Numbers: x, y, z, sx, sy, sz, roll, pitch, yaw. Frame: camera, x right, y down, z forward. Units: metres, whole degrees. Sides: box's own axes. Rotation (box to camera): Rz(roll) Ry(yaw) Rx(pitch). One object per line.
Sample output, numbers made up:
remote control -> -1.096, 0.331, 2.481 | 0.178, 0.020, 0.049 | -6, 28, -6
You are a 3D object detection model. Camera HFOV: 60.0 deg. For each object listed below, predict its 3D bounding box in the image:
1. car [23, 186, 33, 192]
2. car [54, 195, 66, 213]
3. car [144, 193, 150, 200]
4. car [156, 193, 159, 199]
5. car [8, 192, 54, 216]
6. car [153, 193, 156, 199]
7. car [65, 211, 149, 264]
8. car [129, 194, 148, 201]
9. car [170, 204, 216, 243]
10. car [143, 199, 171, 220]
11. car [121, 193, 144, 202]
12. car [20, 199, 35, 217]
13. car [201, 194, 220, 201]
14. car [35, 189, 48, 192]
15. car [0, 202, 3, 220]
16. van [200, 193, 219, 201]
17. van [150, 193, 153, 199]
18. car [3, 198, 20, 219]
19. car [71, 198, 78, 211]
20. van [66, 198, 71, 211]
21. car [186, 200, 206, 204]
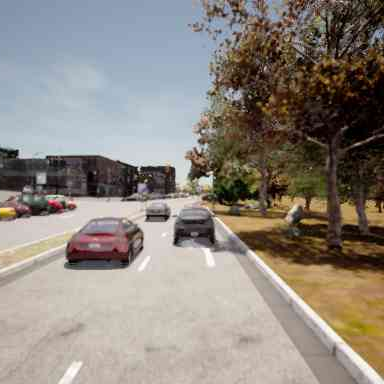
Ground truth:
car -> -34.164, -0.243, 70.118 | 2.435, 2.045, 5.566 | 6, -3, -19
car -> -16.719, 1.347, 35.366 | 5.566, 2.045, 2.435 | -1, -1, -20
car -> -13.805, 1.532, 82.178 | 5.366, 1.575, 1.946 | -1, -1, -15
car -> -12.647, 1.611, 94.137 | 4.674, 1.452, 2.002 | -1, 0, -13
car -> -16.791, 1.333, 32.330 | 5.566, 2.045, 2.435 | -1, 0, -20
car -> -13.019, 1.565, 91.142 | 4.892, 1.521, 2.231 | -1, -1, -14
car -> -2.897, 1.573, 11.859 | 1.994, 1.385, 4.181 | 0, 0, 0
car -> -13.712, 1.421, 85.131 | 4.553, 1.767, 2.185 | -1, -1, -14
car -> 0.102, 1.526, 16.292 | 1.837, 1.490, 4.892 | 0, -1, 0
car -> -2.878, 1.624, 28.951 | 2.033, 1.411, 5.357 | 0, 0, 0
car -> -14.450, 1.566, 79.186 | 4.792, 1.488, 2.163 | -1, 0, -15
car -> -16.771, 1.610, 29.332 | 4.674, 1.452, 2.002 | -1, 0, -20
car -> 4.661, 1.365, 84.753 | 4.553, 1.767, 2.185 | 1, 0, -14
car -> -31.169, 0.319, 70.056 | 2.002, 1.452, 4.674 | 6, -3, -19
car -> -16.821, 1.292, 23.316 | 5.566, 2.045, 2.435 | -1, 0, -20
van -> 4.278, 1.258, 81.784 | 4.442, 1.987, 1.878 | 1, 0, -14
van -> -13.247, 1.327, 88.171 | 4.442, 1.987, 1.878 | -1, -1, -14
car -> -16.960, 1.556, 26.265 | 5.366, 1.575, 1.946 | -1, 0, -20
car -> -16.628, 1.501, 41.380 | 4.553, 1.767, 2.185 | -1, 0, -19
van -> -16.603, 1.385, 38.402 | 4.442, 1.987, 1.878 | -1, -1, -19
car -> 0.142, 1.691, 32.173 | 1.895, 1.301, 4.718 | 0, 0, 0
